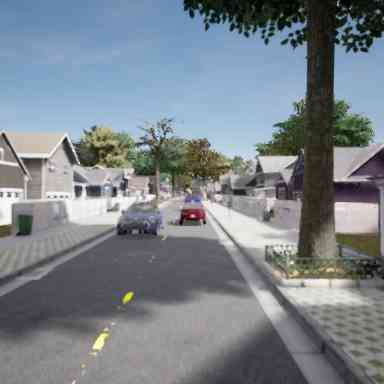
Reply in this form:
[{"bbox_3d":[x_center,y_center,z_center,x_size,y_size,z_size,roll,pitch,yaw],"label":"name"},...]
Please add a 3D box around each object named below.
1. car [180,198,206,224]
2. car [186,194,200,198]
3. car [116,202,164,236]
[{"bbox_3d":[0.084,1.517,25.445,1.882,1.535,5.008,0,0,0],"label":"car"},{"bbox_3d":[0.098,1.299,42.750,2.150,2.045,5.566,0,0,0],"label":"car"},{"bbox_3d":[-2.777,1.377,18.640,2.097,1.767,4.553,0,0,0],"label":"car"}]
